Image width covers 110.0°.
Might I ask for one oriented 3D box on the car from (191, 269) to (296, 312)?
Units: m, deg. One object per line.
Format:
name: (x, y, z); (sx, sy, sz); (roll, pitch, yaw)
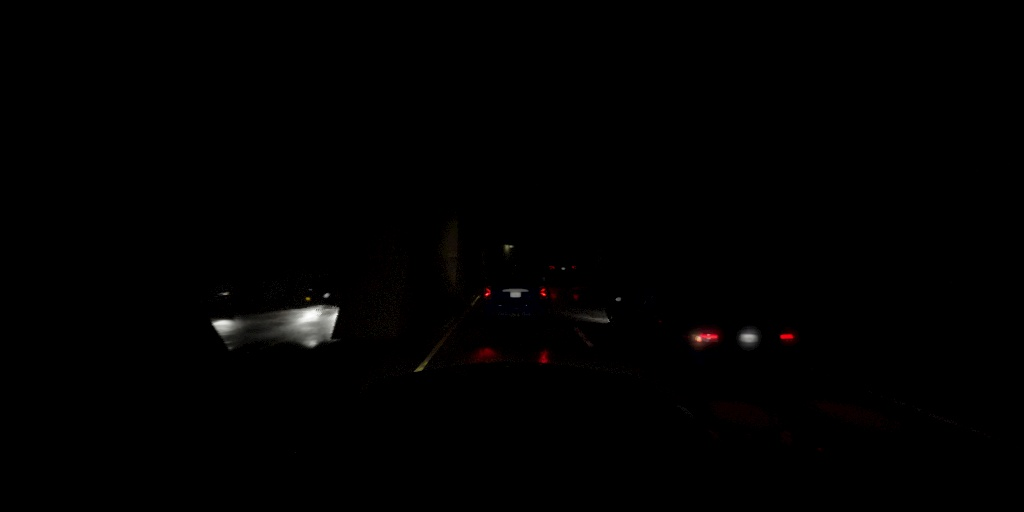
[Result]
car: (-10.589, 1.281, 14.328); (1.812, 1.442, 4.674); (0, 0, 0)

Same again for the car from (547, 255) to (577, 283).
car: (3.598, 0.981, 27.821); (2.150, 2.045, 5.566); (0, 0, 0)

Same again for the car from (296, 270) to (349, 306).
car: (-7.100, 1.320, 15.706); (1.994, 1.385, 4.181); (0, 0, 0)

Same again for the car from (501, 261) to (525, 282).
car: (0.099, 1.238, 30.259); (1.882, 1.535, 5.008); (0, 0, 0)

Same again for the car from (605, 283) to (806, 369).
car: (3.600, 1.300, 7.950); (2.033, 1.411, 5.357); (0, 0, 0)

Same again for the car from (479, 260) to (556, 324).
car: (0.100, 1.106, 12.177); (2.097, 1.767, 4.553); (0, 0, 0)
